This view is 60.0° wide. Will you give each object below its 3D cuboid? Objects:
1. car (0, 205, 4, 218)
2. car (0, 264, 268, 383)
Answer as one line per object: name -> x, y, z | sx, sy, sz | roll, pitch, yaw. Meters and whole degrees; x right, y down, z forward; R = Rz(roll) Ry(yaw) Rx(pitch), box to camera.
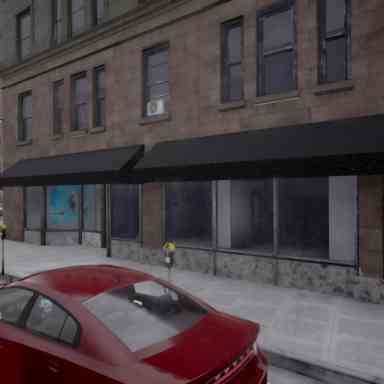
car -> -15.775, 1.671, 30.351 | 1.895, 1.301, 4.718 | -1, -1, 34
car -> -1.396, 1.545, 3.861 | 4.507, 1.381, 1.887 | 0, 0, 36
